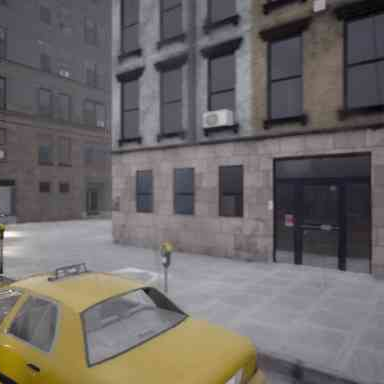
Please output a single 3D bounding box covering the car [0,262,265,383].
[{"bbox_3d":[-1.607,1.527,3.957,4.829,1.417,1.752,0,0,36],"label":"car"}]
